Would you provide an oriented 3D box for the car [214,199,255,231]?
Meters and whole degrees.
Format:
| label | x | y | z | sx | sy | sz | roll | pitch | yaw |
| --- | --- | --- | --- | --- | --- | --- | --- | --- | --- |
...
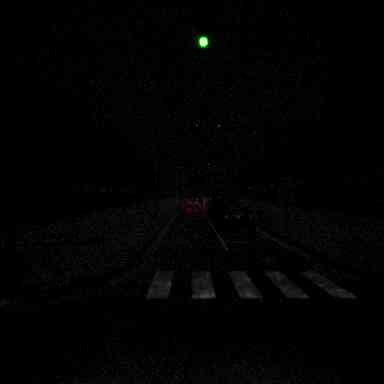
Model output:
| label | x | y | z | sx | sy | sz | roll | pitch | yaw |
| --- | --- | --- | --- | --- | --- | --- | --- | --- | --- |
| car | 2.643 | 1.480 | 20.790 | 1.967 | 1.590 | 4.097 | 0 | 0 | 0 |

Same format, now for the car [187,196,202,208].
| label | x | y | z | sx | sy | sz | roll | pitch | yaw |
| --- | --- | --- | --- | --- | --- | --- | --- | --- | --- |
| car | 0.132 | 1.721 | 51.249 | 1.895 | 1.301 | 4.718 | 0 | 0 | 0 |

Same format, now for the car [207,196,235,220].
| label | x | y | z | sx | sy | sz | roll | pitch | yaw |
| --- | --- | --- | --- | --- | --- | --- | --- | --- | --- |
| car | 2.644 | 1.367 | 26.192 | 2.192 | 1.841 | 5.009 | 0 | 0 | 0 |

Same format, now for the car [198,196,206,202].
| label | x | y | z | sx | sy | sz | roll | pitch | yaw |
| --- | --- | --- | --- | --- | --- | --- | --- | --- | --- |
| car | 2.668 | 1.879 | 91.020 | 1.947 | 1.339 | 4.313 | 0 | 0 | 0 |

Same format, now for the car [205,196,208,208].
| label | x | y | z | sx | sy | sz | roll | pitch | yaw |
| --- | --- | --- | --- | --- | --- | --- | --- | --- | --- |
| car | 2.646 | 1.382 | 31.595 | 2.192 | 1.841 | 5.009 | 0 | 0 | 0 |

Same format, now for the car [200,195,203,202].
| label | x | y | z | sx | sy | sz | roll | pitch | yaw |
| --- | --- | --- | --- | --- | --- | --- | --- | --- | --- |
| car | 3.016 | 1.517 | 58.961 | 2.097 | 1.767 | 4.553 | 0 | 0 | 0 |
